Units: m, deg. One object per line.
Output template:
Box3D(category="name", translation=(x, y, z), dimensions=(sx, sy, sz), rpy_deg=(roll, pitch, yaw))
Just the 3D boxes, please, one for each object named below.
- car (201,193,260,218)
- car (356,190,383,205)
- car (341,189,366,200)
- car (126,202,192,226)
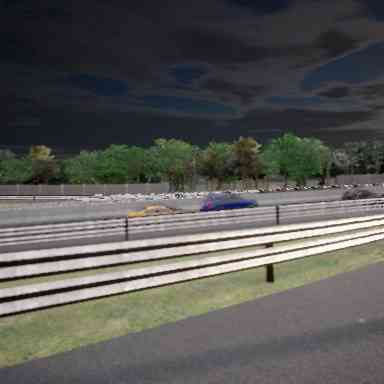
Box3D(category="car", translation=(3.533, 1.113, 31.042), dimensions=(5.566, 2.045, 2.150), rpy_deg=(-3, 2, -20))
Box3D(category="car", translation=(19.097, 0.731, 32.897), dimensions=(4.718, 1.301, 1.895), rpy_deg=(-3, 2, -20))
Box3D(category="car", translation=(20.706, 0.352, 40.906), dimensions=(4.892, 1.490, 1.837), rpy_deg=(-3, 2, -20))
Box3D(category="car", translation=(-2.493, 1.818, 25.171), dimensions=(5.008, 1.535, 1.882), rpy_deg=(-3, 2, -20))
